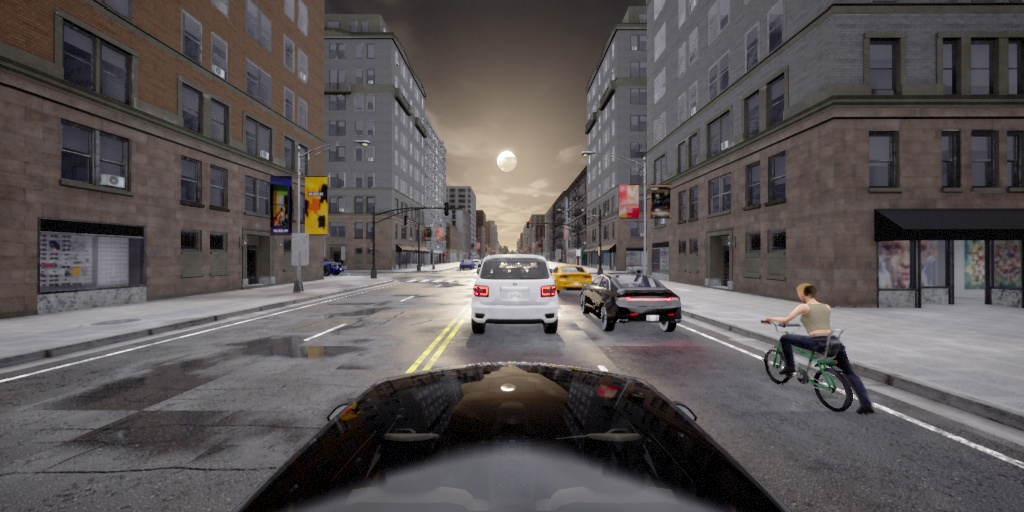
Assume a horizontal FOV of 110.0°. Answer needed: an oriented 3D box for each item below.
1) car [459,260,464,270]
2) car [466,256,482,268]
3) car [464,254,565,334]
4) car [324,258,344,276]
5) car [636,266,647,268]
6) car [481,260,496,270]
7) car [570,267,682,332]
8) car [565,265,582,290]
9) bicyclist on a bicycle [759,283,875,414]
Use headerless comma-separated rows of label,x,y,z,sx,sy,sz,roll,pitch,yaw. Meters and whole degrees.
car,-6.730,1.249,54.126,1.882,1.535,5.008,0,0,0
car,-6.723,0.996,64.070,2.150,2.045,5.566,0,0,0
car,0.074,0.973,10.787,2.150,2.045,5.566,0,0,0
car,-19.819,0.958,35.860,5.566,2.045,2.150,0,0,2
car,14.955,1.412,38.753,4.718,1.301,1.895,0,0,1
car,-3.471,1.335,53.117,1.994,1.385,4.181,0,0,0
car,3.318,1.243,10.860,2.128,1.511,4.902,0,0,0
car,3.201,1.232,20.350,1.882,1.535,5.008,0,0,0
bicyclist on a bicycle,4.125,1.187,5.104,0.866,1.612,1.509,0,0,0
